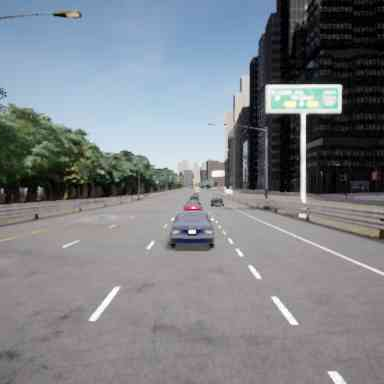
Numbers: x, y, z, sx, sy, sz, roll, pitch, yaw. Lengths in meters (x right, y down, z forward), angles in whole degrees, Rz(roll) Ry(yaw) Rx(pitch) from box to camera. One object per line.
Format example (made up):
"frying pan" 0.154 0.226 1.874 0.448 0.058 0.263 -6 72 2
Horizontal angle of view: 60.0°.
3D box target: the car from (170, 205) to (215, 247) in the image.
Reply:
"car" 0.018 1.546 15.030 2.033 1.411 5.357 0 0 0

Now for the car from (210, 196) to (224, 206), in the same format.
"car" 3.872 1.391 51.862 1.837 1.490 4.892 0 1 1

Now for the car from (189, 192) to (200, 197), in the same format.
"car" 0.494 1.254 69.575 1.837 1.490 4.892 0 0 1

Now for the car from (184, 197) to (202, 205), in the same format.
"car" 0.120 1.527 35.051 1.994 1.385 4.181 0 0 0
